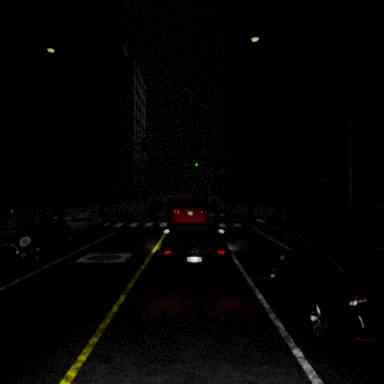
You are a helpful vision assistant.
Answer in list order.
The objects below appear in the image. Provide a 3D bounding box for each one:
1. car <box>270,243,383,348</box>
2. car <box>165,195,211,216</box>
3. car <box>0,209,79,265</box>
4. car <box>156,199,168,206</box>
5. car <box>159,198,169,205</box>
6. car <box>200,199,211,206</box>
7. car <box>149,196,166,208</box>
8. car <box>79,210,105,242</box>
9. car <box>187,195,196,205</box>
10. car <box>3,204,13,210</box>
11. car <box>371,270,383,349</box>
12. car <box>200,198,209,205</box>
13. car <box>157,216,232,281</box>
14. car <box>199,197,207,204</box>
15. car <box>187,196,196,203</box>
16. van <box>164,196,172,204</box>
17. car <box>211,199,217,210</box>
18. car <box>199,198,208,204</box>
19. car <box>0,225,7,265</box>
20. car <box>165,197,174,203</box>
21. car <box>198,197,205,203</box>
[{"bbox_3d":[2.752,1.607,6.323,1.947,1.339,4.313,0,0,0],"label":"car"},{"bbox_3d":[-0.412,1.374,22.261,2.150,2.045,5.566,1,-1,-7],"label":"car"},{"bbox_3d":[-5.782,1.518,11.765,1.967,1.590,4.097,0,0,0],"label":"car"},{"bbox_3d":[-5.871,2.026,65.502,1.802,1.307,4.206,0,0,0],"label":"car"},{"bbox_3d":[-5.880,2.006,70.770,1.752,1.417,4.829,0,0,0],"label":"car"},{"bbox_3d":[2.654,1.994,65.516,2.008,1.369,4.403,0,0,0],"label":"car"},{"bbox_3d":[-5.853,1.683,54.629,2.192,1.841,5.009,0,0,0],"label":"car"},{"bbox_3d":[-5.791,1.638,17.051,1.752,1.417,4.829,0,0,0],"label":"car"},{"bbox_3d":[-0.123,1.737,75.130,2.150,2.045,5.566,0,0,0],"label":"car"},{"bbox_3d":[-17.965,1.358,28.662,4.902,1.511,2.128,1,0,0],"label":"car"},{"bbox_3d":[2.761,1.533,1.036,1.752,1.417,4.829,0,0,0],"label":"car"},{"bbox_3d":[2.645,2.026,70.954,1.887,1.381,4.507,0,0,0],"label":"car"},{"bbox_3d":[0.066,1.630,10.100,1.994,1.385,4.181,0,0,0],"label":"car"},{"bbox_3d":[2.627,2.086,81.999,1.752,1.417,4.829,0,0,0],"label":"car"},{"bbox_3d":[-0.141,1.943,85.743,2.097,1.767,4.553,0,0,0],"label":"car"},{"bbox_3d":[-5.898,1.901,81.816,1.690,1.788,3.998,0,0,0],"label":"van"},{"bbox_3d":[2.681,1.770,49.205,1.967,1.590,4.097,0,0,0],"label":"car"},{"bbox_3d":[2.636,2.065,76.391,1.887,1.381,4.507,0,0,0],"label":"car"},{"bbox_3d":[-5.773,1.587,6.307,1.887,1.381,4.507,0,0,0],"label":"car"},{"bbox_3d":[-5.907,2.150,87.252,2.008,1.369,4.403,0,0,0],"label":"car"},{"bbox_3d":[2.609,2.164,92.873,1.752,1.417,4.829,0,0,0],"label":"car"}]
